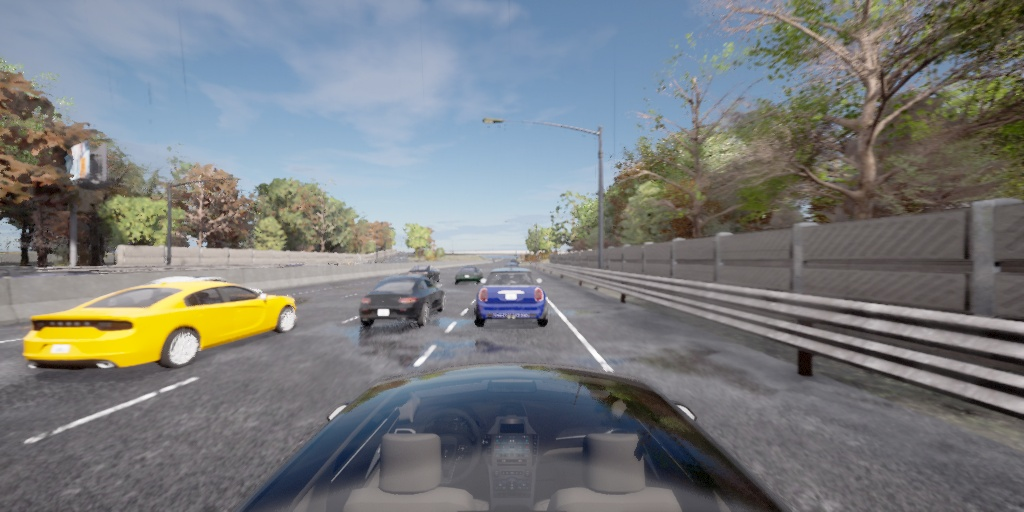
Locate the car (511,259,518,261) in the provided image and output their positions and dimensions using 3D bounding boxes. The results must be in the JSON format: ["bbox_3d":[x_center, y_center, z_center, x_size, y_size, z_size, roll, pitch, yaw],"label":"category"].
[{"bbox_3d":[-0.054,1.644,53.101,1.882,1.535,5.008,0,-1,0],"label":"car"}]

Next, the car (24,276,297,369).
[{"bbox_3d":[-6.923,1.287,7.974,1.882,1.535,5.008,0,0,0],"label":"car"}]

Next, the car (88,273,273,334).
[{"bbox_3d":[-10.427,1.371,11.930,1.812,1.442,4.674,0,0,0],"label":"car"}]

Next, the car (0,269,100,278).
[{"bbox_3d":[-21.131,1.449,16.705,2.033,1.411,5.357,0,0,0],"label":"car"}]

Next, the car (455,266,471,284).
[{"bbox_3d":[-3.436,1.531,29.384,1.994,1.385,4.181,0,0,0],"label":"car"}]

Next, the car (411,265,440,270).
[{"bbox_3d":[-6.938,1.459,28.566,2.128,1.511,4.902,0,0,0],"label":"car"}]

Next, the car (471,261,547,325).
[{"bbox_3d":[-0.027,1.181,12.247,2.097,1.767,4.553,0,0,0],"label":"car"}]

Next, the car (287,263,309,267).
[{"bbox_3d":[-31.587,1.781,52.601,1.994,1.385,4.181,0,-1,1],"label":"car"}]

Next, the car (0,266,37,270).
[{"bbox_3d":[-24.629,1.258,16.452,2.097,1.767,4.553,0,0,0],"label":"car"}]

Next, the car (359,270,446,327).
[{"bbox_3d":[-3.427,1.358,11.853,1.812,1.442,4.674,0,0,0],"label":"car"}]

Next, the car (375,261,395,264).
[{"bbox_3d":[-21.081,1.633,61.067,2.097,1.767,4.553,0,-1,0],"label":"car"}]
